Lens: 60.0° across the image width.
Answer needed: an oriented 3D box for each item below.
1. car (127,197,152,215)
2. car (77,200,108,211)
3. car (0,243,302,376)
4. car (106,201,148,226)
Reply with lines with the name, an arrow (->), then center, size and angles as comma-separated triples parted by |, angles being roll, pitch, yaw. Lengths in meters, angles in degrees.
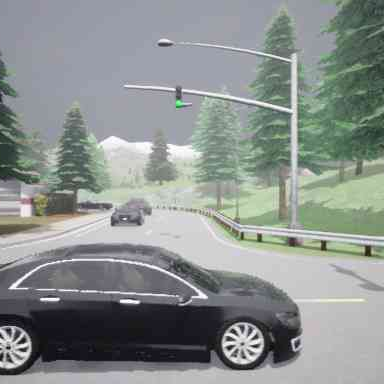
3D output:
car -> -5.458, 1.346, 33.218 | 2.097, 1.767, 4.553 | 0, 0, -20
car -> -12.171, 1.597, 40.836 | 4.718, 1.301, 1.895 | 0, 0, 13
car -> -0.865, 1.577, 5.007 | 4.892, 1.490, 1.837 | 1, 0, -2
car -> -4.446, 1.559, 23.445 | 1.994, 1.385, 4.181 | 0, 0, -3
